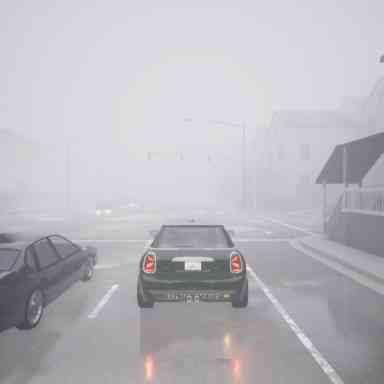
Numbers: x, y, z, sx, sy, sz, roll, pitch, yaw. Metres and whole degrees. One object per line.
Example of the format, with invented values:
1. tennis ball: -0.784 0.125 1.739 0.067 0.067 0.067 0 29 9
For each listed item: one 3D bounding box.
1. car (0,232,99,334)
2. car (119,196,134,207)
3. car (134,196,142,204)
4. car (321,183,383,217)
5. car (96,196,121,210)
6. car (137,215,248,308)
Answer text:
1. car: -3.487 1.550 6.835 2.033 1.411 5.357 0 0 0
2. car: -11.124 1.371 52.874 2.097 1.767 4.553 0 0 -1
3. car: -11.195 1.516 66.308 2.128 1.511 4.902 0 0 0
4. car: 13.698 0.738 27.929 5.566 2.045 2.150 -14 0 -2
5. car: -11.034 1.579 43.212 1.994 1.385 4.181 0 0 -1
6. car: 0.004 1.355 8.116 2.097 1.767 4.553 0 0 0
